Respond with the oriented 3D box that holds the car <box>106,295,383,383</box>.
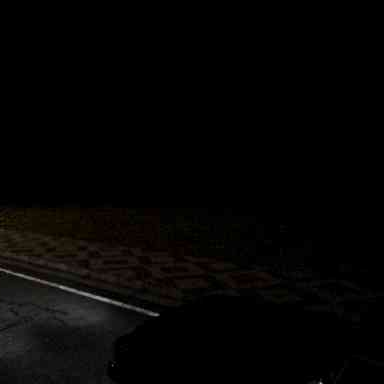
[{"bbox_3d":[1.516,1.600,2.604,4.718,1.301,1.895,0,0,36],"label":"car"}]
